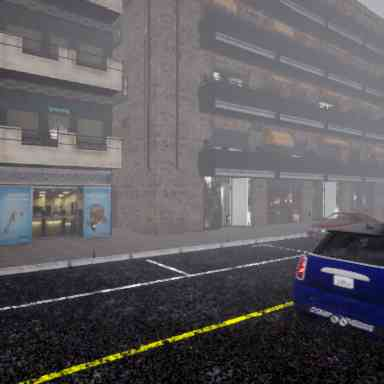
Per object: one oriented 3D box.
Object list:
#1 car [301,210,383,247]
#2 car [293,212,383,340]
[{"bbox_3d":[7.172,1.583,15.538,4.206,1.307,1.802,0,0,-35],"label":"car"},{"bbox_3d":[3.974,1.352,6.149,4.553,1.767,2.097,0,0,-35],"label":"car"}]
